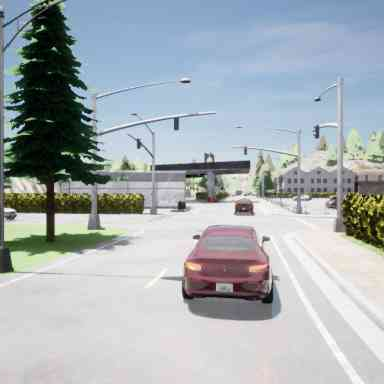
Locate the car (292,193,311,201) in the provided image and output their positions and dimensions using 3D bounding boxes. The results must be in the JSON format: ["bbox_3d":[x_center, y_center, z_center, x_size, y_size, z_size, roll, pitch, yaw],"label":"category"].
[{"bbox_3d":[25.974,1.077,78.983,3.866,1.878,1.905,0,0,9],"label":"car"}]

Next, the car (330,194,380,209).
[{"bbox_3d":[19.053,1.340,38.853,4.514,1.523,2.007,0,0,9],"label":"car"}]

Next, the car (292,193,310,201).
[{"bbox_3d":[24.846,1.361,75.796,3.806,1.475,1.970,0,0,9],"label":"car"}]

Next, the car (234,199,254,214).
[{"bbox_3d":[5.498,1.477,35.219,1.882,1.535,5.008,0,0,10],"label":"car"}]

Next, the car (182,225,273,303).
[{"bbox_3d":[0.932,1.526,8.159,1.812,1.442,4.674,0,0,9],"label":"car"}]

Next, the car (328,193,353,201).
[{"bbox_3d":[33.225,1.097,74.496,4.605,1.855,1.932,0,0,9],"label":"car"}]

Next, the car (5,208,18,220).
[{"bbox_3d":[-16.170,1.526,26.160,4.674,1.442,1.812,0,0,9],"label":"car"}]

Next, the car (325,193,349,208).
[{"bbox_3d":[19.495,1.331,41.959,5.027,1.636,2.152,0,0,9],"label":"car"}]
